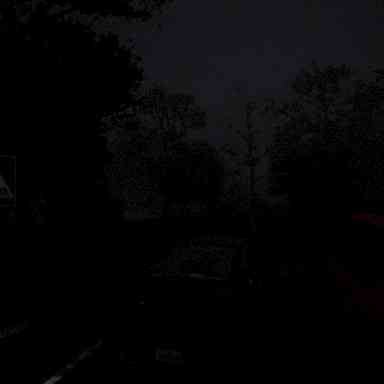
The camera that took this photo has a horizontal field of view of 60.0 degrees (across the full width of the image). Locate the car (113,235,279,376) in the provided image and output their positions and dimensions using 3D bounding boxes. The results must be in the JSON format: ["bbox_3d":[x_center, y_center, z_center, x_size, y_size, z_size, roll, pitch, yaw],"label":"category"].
[{"bbox_3d":[0.375,1.494,5.841,2.231,1.521,4.892,0,-1,15],"label":"car"}]

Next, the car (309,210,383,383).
[{"bbox_3d":[2.809,1.241,4.157,2.435,2.045,5.566,0,-1,15],"label":"car"}]
